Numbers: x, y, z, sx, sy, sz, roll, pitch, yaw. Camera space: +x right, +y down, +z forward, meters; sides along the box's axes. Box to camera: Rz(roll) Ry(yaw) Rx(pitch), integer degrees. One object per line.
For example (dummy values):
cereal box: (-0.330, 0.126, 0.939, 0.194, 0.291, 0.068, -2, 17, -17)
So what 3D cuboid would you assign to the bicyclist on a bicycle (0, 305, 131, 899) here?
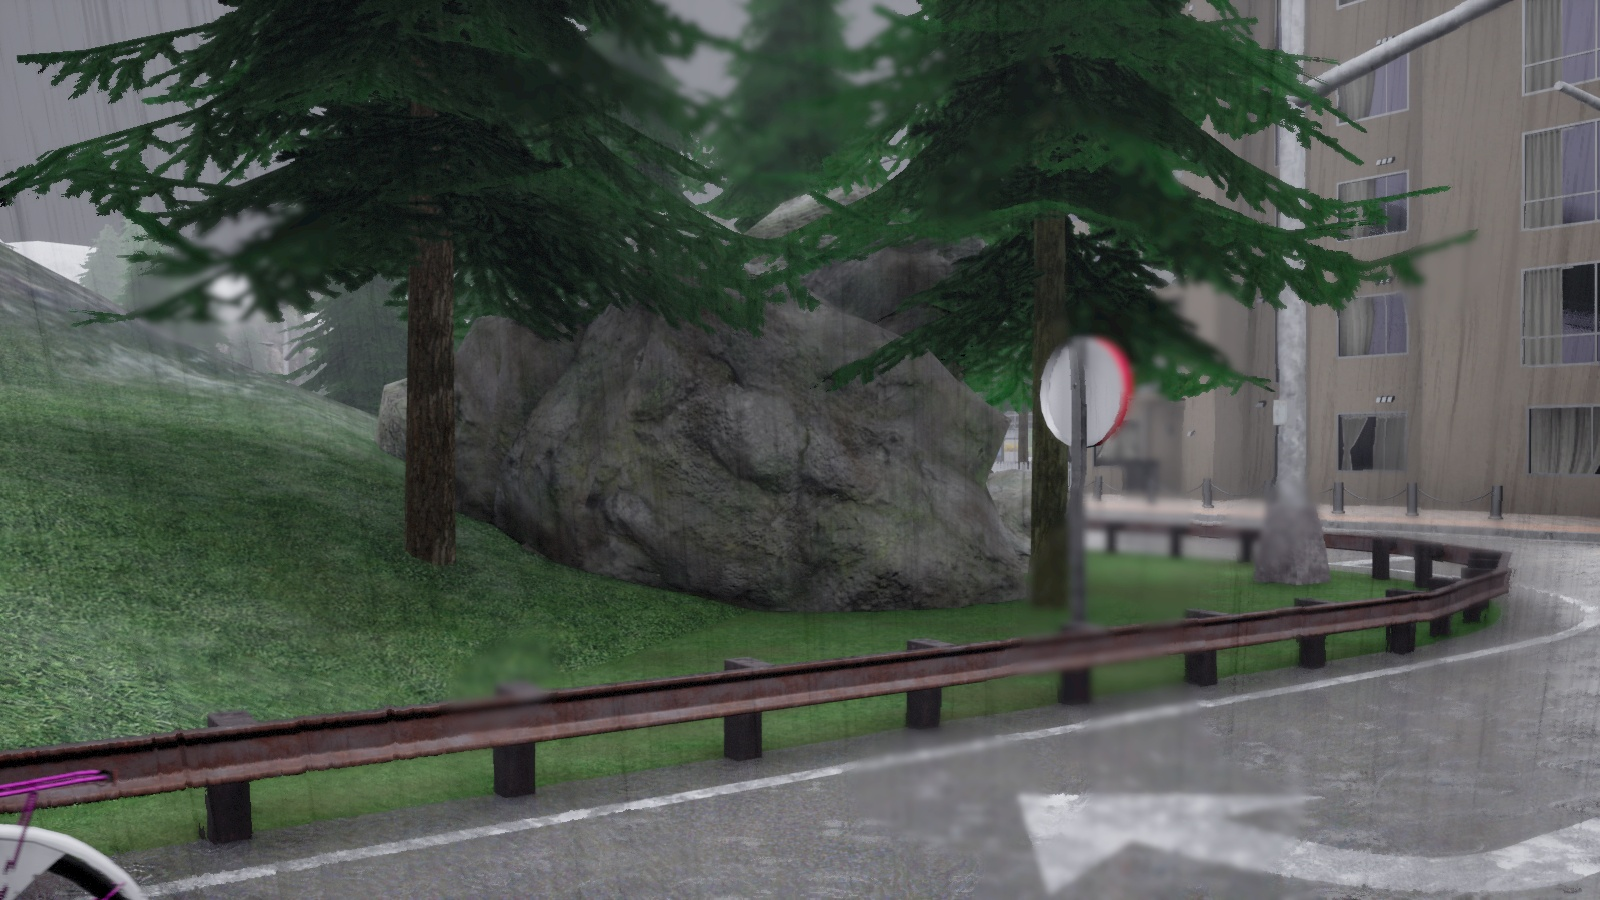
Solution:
bicyclist on a bicycle: (-2.214, 0.625, 2.120, 1.843, 1.776, 0.659, 0, 0, -35)
